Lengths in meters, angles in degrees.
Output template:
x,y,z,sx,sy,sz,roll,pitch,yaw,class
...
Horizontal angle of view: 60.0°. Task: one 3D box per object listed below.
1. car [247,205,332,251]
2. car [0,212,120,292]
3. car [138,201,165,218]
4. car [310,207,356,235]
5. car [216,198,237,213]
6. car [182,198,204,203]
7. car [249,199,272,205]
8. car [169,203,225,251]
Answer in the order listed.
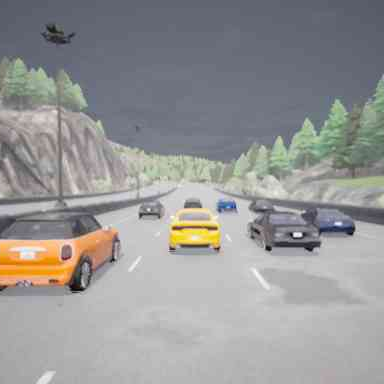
x,y,z,sx,sy,sz,roll,pitch,yaw,class
3.601,1.494,13.843,2.033,1.411,5.357,0,0,0,car
-3.400,1.318,9.007,2.097,1.767,4.553,0,0,0,car
-3.398,1.439,28.532,2.033,1.411,5.357,0,0,0,car
7.101,1.494,18.135,1.994,1.385,4.181,0,0,0,car
3.603,1.341,35.499,1.882,1.535,5.008,0,0,0,car
0.102,1.374,34.068,1.837,1.490,4.892,0,0,0,car
7.103,1.431,34.488,1.994,1.385,4.181,0,0,0,car
0.101,1.424,13.807,1.882,1.535,5.008,0,0,0,car
